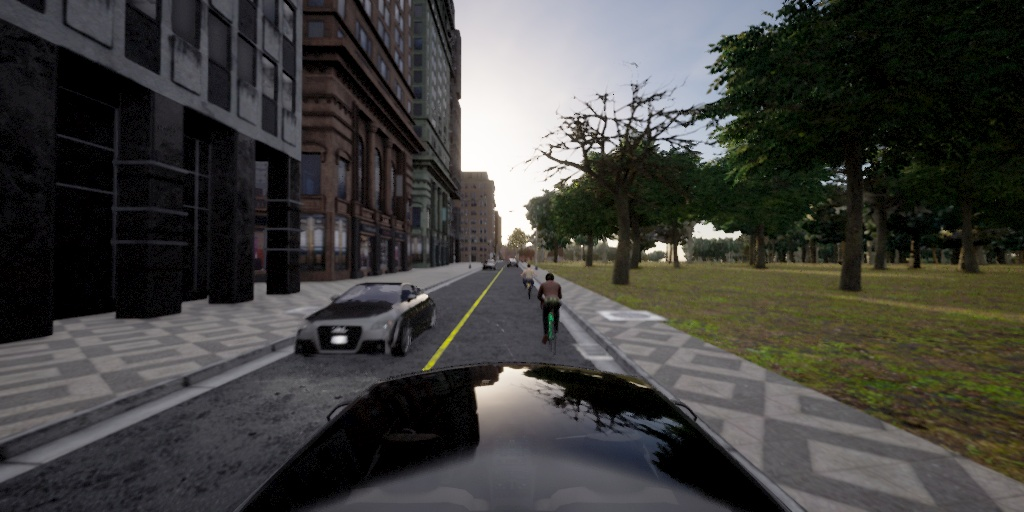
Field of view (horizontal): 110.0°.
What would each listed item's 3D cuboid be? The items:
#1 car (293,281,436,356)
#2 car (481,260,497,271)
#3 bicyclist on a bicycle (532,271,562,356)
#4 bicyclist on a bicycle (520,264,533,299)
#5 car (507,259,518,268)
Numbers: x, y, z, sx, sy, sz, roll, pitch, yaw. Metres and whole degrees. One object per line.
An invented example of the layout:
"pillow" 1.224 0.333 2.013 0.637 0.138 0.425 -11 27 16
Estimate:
"car" -3.099 1.312 8.429 1.994 1.385 4.181 0 0 0
"car" -3.086 1.278 49.531 1.837 1.490 4.892 0 0 0
"bicyclist on a bicycle" 0.825 1.201 7.682 0.582 1.620 1.656 0 0 0
"bicyclist on a bicycle" 0.796 1.183 17.108 0.866 1.612 1.509 0 0 0
"car" 0.107 1.325 64.112 1.812 1.442 4.674 0 -1 0
